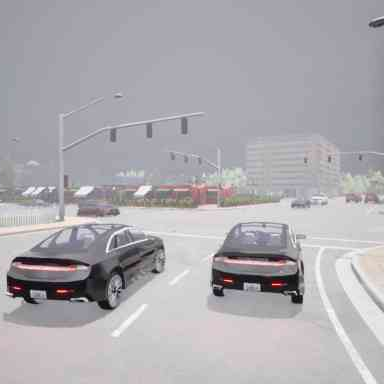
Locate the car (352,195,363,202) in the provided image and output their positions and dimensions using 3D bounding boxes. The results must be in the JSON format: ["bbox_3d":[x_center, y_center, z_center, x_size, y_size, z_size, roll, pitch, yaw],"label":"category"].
[{"bbox_3d":[39.554,1.540,79.492,2.033,1.411,5.357,0,0,32],"label":"car"}]

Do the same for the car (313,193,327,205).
[{"bbox_3d":[21.989,1.218,57.696,2.150,2.045,5.566,0,0,31],"label":"car"}]

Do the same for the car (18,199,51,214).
[{"bbox_3d":[-17.130,1.620,36.208,4.181,1.385,1.994,0,0,32],"label":"car"}]

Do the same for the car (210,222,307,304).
[{"bbox_3d":[1.764,1.492,8.294,2.128,1.511,4.902,0,0,16],"label":"car"}]

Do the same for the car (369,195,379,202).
[{"bbox_3d":[42.319,1.524,77.306,1.812,1.442,4.674,0,0,32],"label":"car"}]

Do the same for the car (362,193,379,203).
[{"bbox_3d":[36.783,1.225,68.284,2.150,2.045,5.566,0,0,32],"label":"car"}]

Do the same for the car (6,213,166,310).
[{"bbox_3d":[-2.053,1.492,7.909,2.128,1.511,4.902,0,0,12],"label":"car"}]

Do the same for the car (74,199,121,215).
[{"bbox_3d":[-10.306,1.548,36.074,4.902,1.511,2.128,0,0,32],"label":"car"}]

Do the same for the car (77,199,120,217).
[{"bbox_3d":[-8.662,1.620,30.855,4.181,1.385,1.994,0,0,33],"label":"car"}]

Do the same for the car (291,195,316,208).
[{"bbox_3d":[15.581,1.547,47.301,2.033,1.411,5.357,0,0,32],"label":"car"}]

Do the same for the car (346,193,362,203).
[{"bbox_3d":[33.993,1.225,70.429,2.150,2.045,5.566,0,0,32],"label":"car"}]

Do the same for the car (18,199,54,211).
[{"bbox_3d":[-19.709,1.581,41.944,4.674,1.442,1.812,0,0,32],"label":"car"}]
